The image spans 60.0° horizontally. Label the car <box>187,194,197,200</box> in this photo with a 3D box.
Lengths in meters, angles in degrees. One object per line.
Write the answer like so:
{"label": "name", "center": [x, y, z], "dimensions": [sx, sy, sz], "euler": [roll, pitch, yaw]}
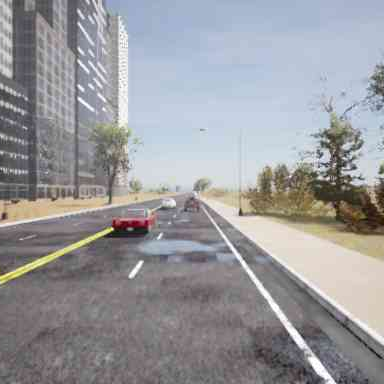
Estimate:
{"label": "car", "center": [-0.012, 1.175, 80.837], "dimensions": [2.163, 1.488, 4.792], "euler": [0, 0, 0]}

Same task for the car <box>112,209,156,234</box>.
{"label": "car", "center": [-3.154, 1.613, 19.180], "dimensions": [1.895, 1.301, 4.718], "euler": [0, 0, 0]}

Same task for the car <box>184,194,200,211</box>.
{"label": "car", "center": [-0.006, 1.362, 41.346], "dimensions": [2.033, 1.649, 4.856], "euler": [0, 0, 0]}

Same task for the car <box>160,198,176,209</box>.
{"label": "car", "center": [-3.157, 1.555, 45.157], "dimensions": [1.812, 1.442, 4.674], "euler": [0, 0, 0]}
